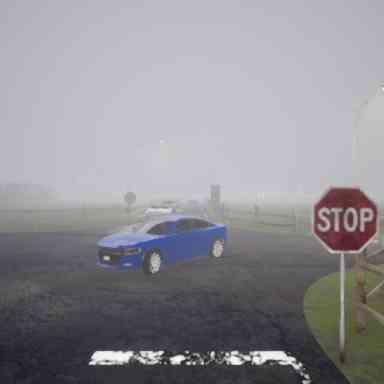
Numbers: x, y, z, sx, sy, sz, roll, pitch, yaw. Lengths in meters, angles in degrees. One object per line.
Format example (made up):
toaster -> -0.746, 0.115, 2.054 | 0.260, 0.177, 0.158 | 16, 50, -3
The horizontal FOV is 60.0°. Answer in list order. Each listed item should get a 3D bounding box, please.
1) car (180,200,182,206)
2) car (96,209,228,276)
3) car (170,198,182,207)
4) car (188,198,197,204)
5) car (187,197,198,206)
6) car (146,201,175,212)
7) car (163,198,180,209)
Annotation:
car -> -2.782, 1.774, 48.520 | 1.994, 1.385, 4.181 | 0, 0, 1
car -> -0.754, 1.524, 10.920 | 1.882, 1.535, 5.008 | -2, -1, 39
car -> -2.740, 1.816, 58.531 | 1.994, 1.385, 4.181 | 0, 0, 0
car -> 0.064, 1.901, 71.672 | 1.895, 1.301, 4.718 | 0, 0, 0
car -> 0.129, 1.742, 61.533 | 1.882, 1.535, 5.008 | 0, 0, 0
car -> -2.854, 1.728, 29.230 | 1.895, 1.301, 4.718 | 0, 0, 1
car -> -2.808, 1.645, 38.713 | 1.882, 1.535, 5.008 | 0, 0, 0
